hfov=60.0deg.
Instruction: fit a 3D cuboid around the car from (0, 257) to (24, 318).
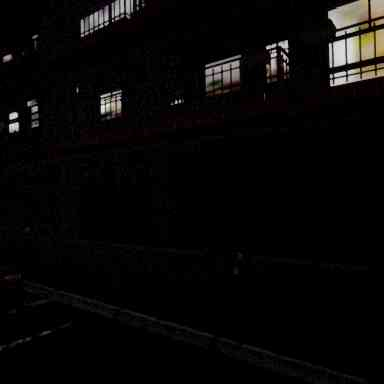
[{"bbox_3d":[-4.957,1.551,6.263,4.507,1.381,1.887,0,-1,35],"label":"car"}]
